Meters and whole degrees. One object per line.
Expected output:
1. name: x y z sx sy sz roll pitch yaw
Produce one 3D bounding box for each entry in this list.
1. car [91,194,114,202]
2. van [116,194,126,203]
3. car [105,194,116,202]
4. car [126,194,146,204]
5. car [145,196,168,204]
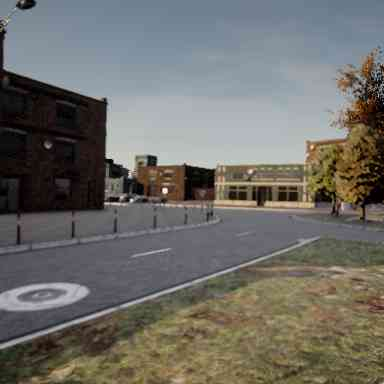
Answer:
1. car: -20.587 1.384 76.692 2.097 1.535 5.008 2 0 33
2. van: -13.648 1.358 72.059 1.878 1.987 4.442 2 -1 33
3. car: -18.128 1.331 75.142 2.185 1.767 4.553 2 0 33
4. car: -11.132 1.523 70.599 2.185 1.767 4.553 1 -1 33
5. car: -6.612 1.781 67.588 2.163 1.488 4.792 1 -1 33
